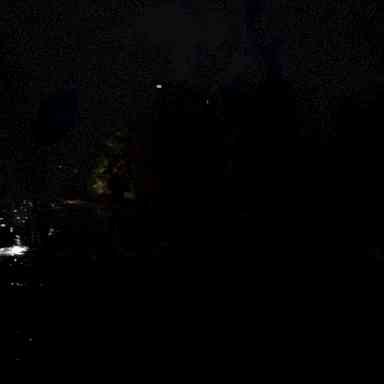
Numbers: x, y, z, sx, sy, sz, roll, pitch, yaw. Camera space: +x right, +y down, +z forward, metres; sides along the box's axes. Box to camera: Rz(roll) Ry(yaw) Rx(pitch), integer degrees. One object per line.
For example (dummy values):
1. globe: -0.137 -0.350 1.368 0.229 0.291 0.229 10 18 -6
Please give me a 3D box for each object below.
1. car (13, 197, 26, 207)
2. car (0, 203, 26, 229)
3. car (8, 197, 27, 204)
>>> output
1. car: -28.514 1.654 55.133 1.837 1.490 4.892 -1 1 -26
2. car: -12.144 1.672 21.750 1.895 1.301 4.718 -1 0 -26
3. car: -20.322 1.657 38.425 2.033 1.411 5.357 -1 0 -26
